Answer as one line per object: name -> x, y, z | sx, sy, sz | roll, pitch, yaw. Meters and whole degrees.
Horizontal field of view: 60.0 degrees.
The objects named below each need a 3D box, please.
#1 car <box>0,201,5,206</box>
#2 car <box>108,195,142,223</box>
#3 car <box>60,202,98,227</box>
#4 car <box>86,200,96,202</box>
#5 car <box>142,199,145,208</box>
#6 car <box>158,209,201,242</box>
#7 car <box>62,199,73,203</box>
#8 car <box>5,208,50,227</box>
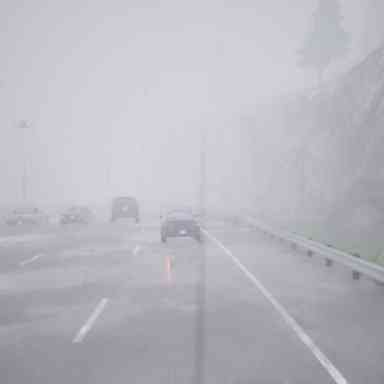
car -> -30.961, 2.114, 52.762 | 1.994, 1.385, 4.181 | -1, 0, -21
car -> -5.524, 1.374, 27.573 | 2.150, 2.045, 5.566 | 0, 0, -11
car -> -8.516, 1.729, 24.871 | 2.033, 1.411, 5.357 | -1, 0, -10
car -> -17.896, 2.002, 58.741 | 1.895, 1.301, 4.718 | -1, 0, -23
car -> -8.862, 1.748, 53.896 | 1.882, 1.535, 5.008 | 0, 0, -20
car -> -0.683, 1.583, 16.830 | 1.812, 1.442, 4.674 | 0, 0, -7
car -> -22.230, 1.936, 59.403 | 1.882, 1.535, 5.008 | 0, 0, -23
car -> -12.238, 1.832, 25.138 | 1.895, 1.301, 4.718 | -1, 0, -9
